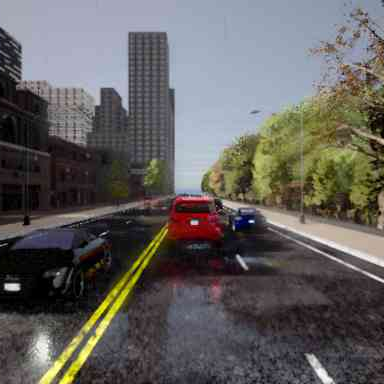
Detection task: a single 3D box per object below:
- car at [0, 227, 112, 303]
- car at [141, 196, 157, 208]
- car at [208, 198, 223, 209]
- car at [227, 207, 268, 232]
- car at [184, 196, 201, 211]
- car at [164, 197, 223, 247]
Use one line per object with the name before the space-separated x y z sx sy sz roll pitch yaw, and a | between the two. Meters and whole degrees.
car | -3.349 1.588 8.194 1.994 1.385 4.181 0 0 0
car | -6.555 1.494 50.971 2.097 1.767 4.553 0 0 1
car | 3.346 1.639 47.916 1.837 1.490 4.892 0 0 0
car | 3.348 1.624 20.633 1.994 1.385 4.181 0 0 0
car | 0.096 1.477 44.345 2.097 1.767 4.553 0 0 0
car | 0.098 1.267 15.316 2.150 2.045 5.566 0 0 0
